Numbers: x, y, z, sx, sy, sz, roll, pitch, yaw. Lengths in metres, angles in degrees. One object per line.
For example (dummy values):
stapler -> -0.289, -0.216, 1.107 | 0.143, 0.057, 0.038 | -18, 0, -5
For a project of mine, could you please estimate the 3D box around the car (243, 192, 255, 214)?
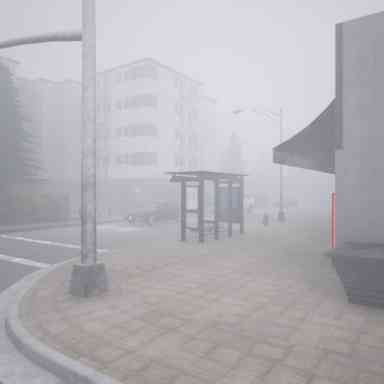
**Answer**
car -> 3.849, 1.045, 30.853 | 2.150, 2.045, 5.566 | 0, 0, 36

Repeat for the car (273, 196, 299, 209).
car -> 11.828, 1.301, 41.848 | 1.882, 1.535, 5.008 | 0, 0, 36

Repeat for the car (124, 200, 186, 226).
car -> -2.368, 1.328, 22.203 | 1.837, 1.490, 4.892 | 0, 0, 36
